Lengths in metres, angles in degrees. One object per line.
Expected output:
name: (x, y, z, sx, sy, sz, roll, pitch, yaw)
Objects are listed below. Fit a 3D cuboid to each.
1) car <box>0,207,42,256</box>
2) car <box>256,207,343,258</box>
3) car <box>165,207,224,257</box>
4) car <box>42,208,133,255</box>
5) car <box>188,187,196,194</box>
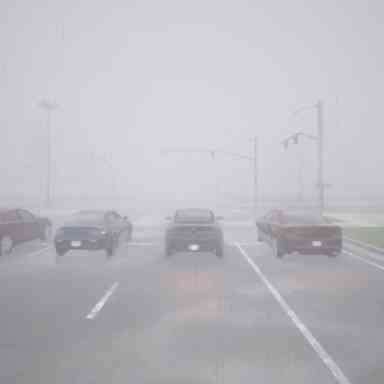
car: (-6.922, 1.276, 12.186, 1.882, 1.535, 5.008, 0, 1, 0)
car: (3.576, 1.280, 11.950, 1.882, 1.535, 5.008, 0, 1, 0)
car: (0.076, 1.306, 11.991, 1.837, 1.490, 4.892, 0, 1, 0)
car: (-3.420, 1.324, 12.154, 1.812, 1.442, 4.674, 0, 1, 0)
car: (0.031, -0.100, 95.623, 1.882, 1.535, 5.008, 0, 1, 0)
